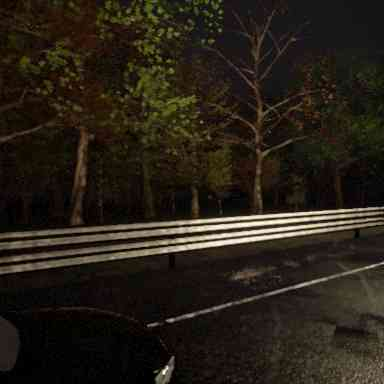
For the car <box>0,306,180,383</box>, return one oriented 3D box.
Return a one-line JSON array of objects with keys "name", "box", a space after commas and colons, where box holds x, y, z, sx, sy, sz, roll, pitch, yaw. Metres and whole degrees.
[{"name": "car", "box": [-2.332, 1.497, 2.076, 4.902, 1.511, 2.128, -1, 0, -36]}]
